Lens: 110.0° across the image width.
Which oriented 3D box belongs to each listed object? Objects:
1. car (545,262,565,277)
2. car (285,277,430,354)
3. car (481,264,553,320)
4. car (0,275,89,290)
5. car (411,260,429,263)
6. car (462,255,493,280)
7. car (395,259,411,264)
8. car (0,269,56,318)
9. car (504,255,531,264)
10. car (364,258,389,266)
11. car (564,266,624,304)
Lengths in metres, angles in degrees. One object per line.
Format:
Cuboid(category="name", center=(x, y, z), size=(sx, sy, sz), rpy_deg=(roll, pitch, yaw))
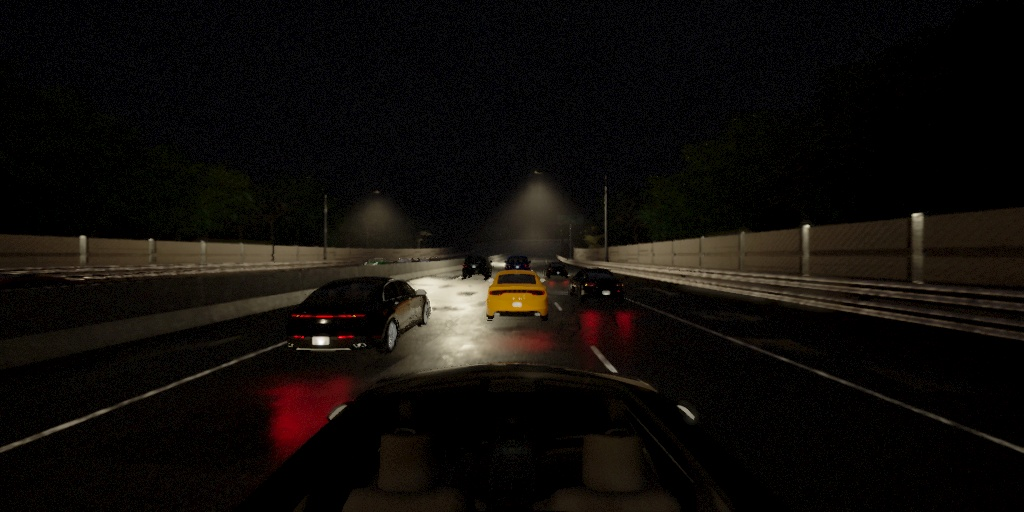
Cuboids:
Cuboid(category="car", center=(4.068, 1.280, 33.417), size=(1.812, 1.442, 4.674), rpy_deg=(0, 0, 2))
Cuboid(category="car", center=(-3.364, 1.254, 8.759), size=(1.837, 1.490, 4.892), rpy_deg=(0, 0, 0))
Cuboid(category="car", center=(0.170, 1.229, 12.618), size=(1.882, 1.535, 5.008), rpy_deg=(0, 0, 1))
Cuboid(category="car", center=(-14.054, 1.271, 9.795), size=(1.812, 1.442, 4.674), rpy_deg=(0, 0, 0))
Cuboid(category="car", center=(-12.905, 1.300, 52.948), size=(1.994, 1.385, 4.181), rpy_deg=(0, 0, 3))
Cuboid(category="car", center=(-2.988, 0.971, 31.536), size=(2.150, 2.045, 5.566), rpy_deg=(0, 0, 1))
Cuboid(category="car", center=(-16.326, 1.221, 54.676), size=(2.128, 1.511, 4.902), rpy_deg=(0, 0, 3))
Cuboid(category="car", center=(-17.548, 1.235, 10.512), size=(2.128, 1.511, 4.902), rpy_deg=(0, 0, 1))
Cuboid(category="car", center=(0.511, 0.973, 31.457), size=(2.150, 2.045, 5.566), rpy_deg=(0, 0, 1))
Cuboid(category="car", center=(-19.914, 1.082, 52.839), size=(2.097, 1.767, 4.553), rpy_deg=(0, 0, 3))
Cuboid(category="car", center=(3.730, 1.279, 16.348), size=(1.812, 1.442, 4.674), rpy_deg=(0, 0, 1))
